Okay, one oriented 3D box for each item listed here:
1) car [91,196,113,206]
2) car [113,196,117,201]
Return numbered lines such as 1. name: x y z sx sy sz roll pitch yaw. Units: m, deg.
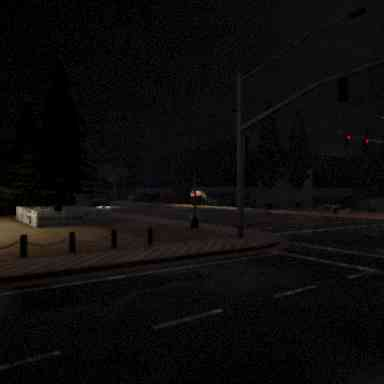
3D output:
1. car: -15.775 1.717 57.309 1.812 1.442 4.674 1 -1 -35
2. car: -22.960 1.525 89.277 5.566 2.045 2.150 1 0 -36
